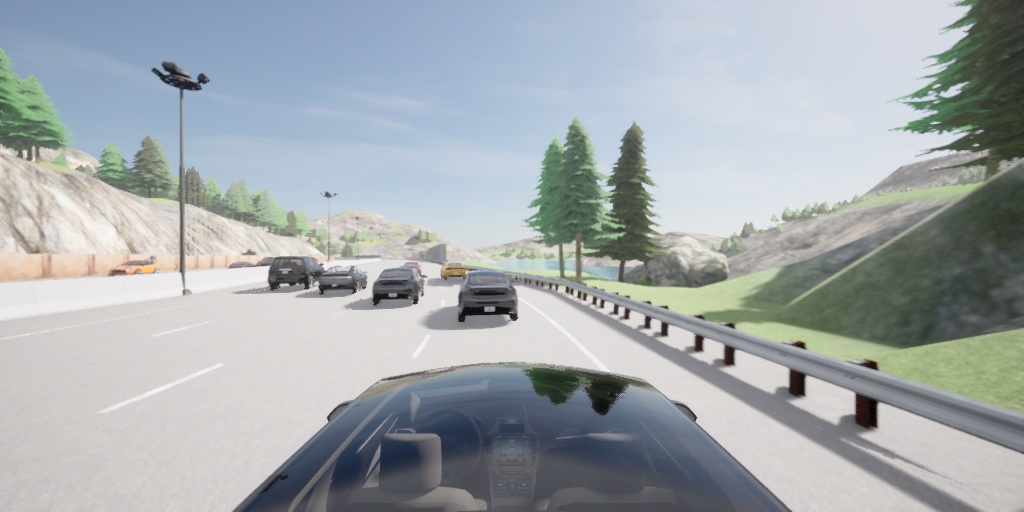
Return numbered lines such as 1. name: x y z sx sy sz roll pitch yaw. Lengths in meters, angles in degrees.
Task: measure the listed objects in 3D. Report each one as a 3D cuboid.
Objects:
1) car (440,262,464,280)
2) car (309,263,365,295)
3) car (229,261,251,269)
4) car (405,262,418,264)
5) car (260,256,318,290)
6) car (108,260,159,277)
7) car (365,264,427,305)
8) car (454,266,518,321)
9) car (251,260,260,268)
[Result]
1. car: -5.233 1.245 31.787 1.882 1.535 5.008 0 0 -16
2. car: -9.464 1.281 20.390 2.128 1.511 4.902 0 0 -13
3. car: -35.544 1.468 47.655 1.994 1.385 4.181 0 0 -16
4. car: -9.723 1.313 34.759 1.812 1.442 4.674 0 0 -16
5. car: -13.707 1.030 23.161 2.150 2.045 5.566 0 0 -15
6. car: -40.059 1.281 38.096 2.097 1.767 4.553 0 0 -16
7. car: -5.063 1.275 16.386 1.837 1.490 4.892 0 0 -10
8. car: -0.910 1.256 12.530 1.837 1.490 4.892 0 0 -7
9. car: -31.851 1.107 47.483 2.150 2.045 5.566 0 0 -16
